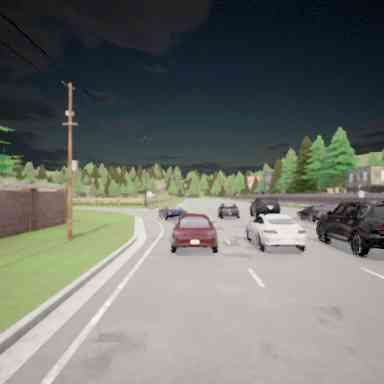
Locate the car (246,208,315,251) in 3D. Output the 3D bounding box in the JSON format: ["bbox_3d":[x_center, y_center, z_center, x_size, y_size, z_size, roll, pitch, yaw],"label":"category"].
[{"bbox_3d":[3.599,1.677,14.740,1.812,1.442,4.674,0,0,0],"label":"car"}]

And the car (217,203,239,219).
[{"bbox_3d":[3.603,1.834,33.542,2.128,1.511,4.902,0,0,0],"label":"car"}]

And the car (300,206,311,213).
[{"bbox_3d":[10.601,1.838,28.338,2.033,1.411,5.357,0,-1,0],"label":"car"}]

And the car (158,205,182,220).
[{"bbox_3d":[-1.982,1.919,31.395,1.895,1.301,4.718,0,-1,-16],"label":"car"}]

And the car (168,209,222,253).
[{"bbox_3d":[0.070,1.673,14.402,1.812,1.442,4.674,0,0,-1],"label":"car"}]

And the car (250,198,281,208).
[{"bbox_3d":[7.105,1.556,32.654,2.150,2.045,5.566,0,0,0],"label":"car"}]

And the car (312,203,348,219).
[{"bbox_3d":[14.104,1.915,34.209,1.994,1.385,4.181,0,-1,0],"label":"car"}]

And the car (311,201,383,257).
[{"bbox_3d":[7.098,1.364,13.733,2.150,2.045,5.566,0,0,0],"label":"car"}]
